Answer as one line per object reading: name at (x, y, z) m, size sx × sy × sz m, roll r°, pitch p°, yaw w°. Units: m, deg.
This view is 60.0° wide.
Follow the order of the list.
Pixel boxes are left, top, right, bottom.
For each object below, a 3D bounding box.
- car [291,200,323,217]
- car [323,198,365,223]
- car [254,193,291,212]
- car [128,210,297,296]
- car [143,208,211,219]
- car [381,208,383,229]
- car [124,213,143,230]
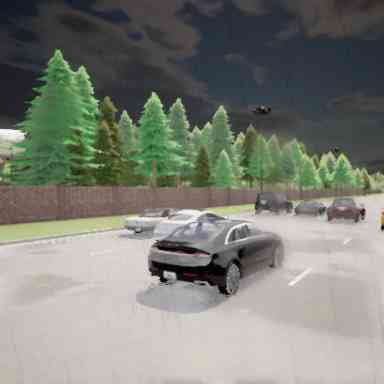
car at (10.749, 1.440, 29.964) m, size 1.994 × 1.385 × 4.181 m, roll 0°, pitch 0°, yaw 34°
car at (11.677, 1.248, 25.025) m, size 2.097 × 1.767 × 4.553 m, roll 0°, pitch 0°, yaw 34°
car at (7.871, 1.089, 31.948) m, size 2.150 × 2.045 × 5.566 m, roll 0°, pitch 0°, yaw 33°
car at (0.891, 1.455, 8.736) m, size 2.128 × 1.511 × 4.902 m, roll 0°, pitch 0°, yaw 34°
car at (0.277, 1.467, 14.148) m, size 1.812 × 1.442 × 4.674 m, roll 0°, pitch 0°, yaw 34°
car at (12.797, 1.393, 20.373) m, size 1.882 × 1.535 × 5.008 m, roll 0°, pitch 0°, yaw 34°
car at (-1.378, 1.526, 17.988) m, size 1.895 × 1.301 × 4.718 m, roll 0°, pitch 0°, yaw 34°
